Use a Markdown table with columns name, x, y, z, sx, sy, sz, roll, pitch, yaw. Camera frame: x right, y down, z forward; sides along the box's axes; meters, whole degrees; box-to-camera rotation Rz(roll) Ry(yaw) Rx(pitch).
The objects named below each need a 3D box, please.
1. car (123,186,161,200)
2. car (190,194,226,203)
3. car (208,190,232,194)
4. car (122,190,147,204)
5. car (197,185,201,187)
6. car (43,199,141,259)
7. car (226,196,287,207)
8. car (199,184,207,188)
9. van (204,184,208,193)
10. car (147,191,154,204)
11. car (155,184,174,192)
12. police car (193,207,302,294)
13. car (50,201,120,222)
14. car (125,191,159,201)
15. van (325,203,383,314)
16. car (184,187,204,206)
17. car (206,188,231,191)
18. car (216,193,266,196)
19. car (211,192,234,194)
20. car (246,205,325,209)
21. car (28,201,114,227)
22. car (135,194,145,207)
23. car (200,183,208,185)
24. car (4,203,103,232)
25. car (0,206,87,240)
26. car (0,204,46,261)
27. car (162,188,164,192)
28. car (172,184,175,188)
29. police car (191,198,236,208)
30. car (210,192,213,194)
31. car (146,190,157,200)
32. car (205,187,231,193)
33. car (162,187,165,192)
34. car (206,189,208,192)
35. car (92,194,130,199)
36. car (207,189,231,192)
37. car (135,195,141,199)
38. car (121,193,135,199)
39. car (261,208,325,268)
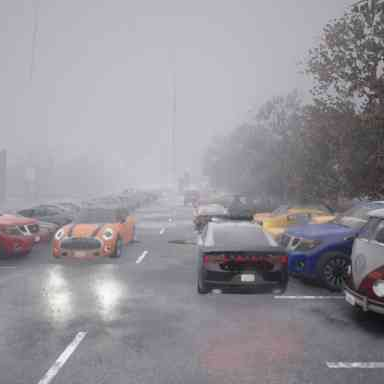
| name | x | y | z | sx | sy | sz | roll | pitch | yaw |
| --- | --- | --- | --- | --- | --- | --- | --- | --- | --- |
| car | -7.921 | 0.514 | 50.251 | 5.566 | 2.045 | 2.435 | 0 | 2 | 0 |
| car | 1.094 | 1.291 | 24.761 | 2.097 | 1.767 | 4.553 | 0 | 1 | 0 |
| car | 5.311 | 0.872 | 47.508 | 5.366 | 1.575 | 1.946 | 0 | 2 | 0 |
| car | -8.001 | 1.021 | 39.114 | 4.553 | 1.767 | 2.185 | 0 | 2 | 0 |
| car | 0.107 | 0.245 | 58.669 | 2.097 | 1.767 | 4.553 | 0 | 3 | 0 |
| car | -3.469 | 1.333 | 12.595 | 2.097 | 1.767 | 4.553 | 0 | 1 | 0 |
| car | 4.905 | 1.374 | 28.125 | 5.366 | 1.575 | 1.946 | 0 | 1 | 0 |
| car | 4.908 | -0.525 | 88.542 | 5.008 | 1.535 | 2.097 | 0 | 3 | 0 |
| van | 5.024 | 0.011 | 61.441 | 4.442 | 1.987 | 1.878 | -1 | 3 | 0 |
| car | -7.989 | 1.008 | 44.698 | 4.792 | 1.488 | 2.163 | 0 | 2 | 0 |
| car | -8.193 | -0.646 | 91.199 | 4.792 | 1.488 | 2.163 | 0 | 3 | 0 |
| police car | 1.066 | 1.427 | 8.908 | 1.930 | 1.638 | 5.238 | 0 | 0 | 0 |
| car | -7.992 | 1.457 | 25.190 | 4.674 | 1.452 | 2.002 | 0 | 0 | 0 |
| car | -7.950 | 0.644 | 53.053 | 5.008 | 1.535 | 2.097 | 0 | 2 | 0 |
| van | 4.934 | 1.255 | 5.701 | 4.442 | 1.987 | 1.878 | 0 | 0 | 0 |
| car | 0.094 | 0.706 | 44.985 | 2.150 | 2.045 | 5.566 | 0 | 2 | 1 |
| car | 5.143 | 0.545 | 56.001 | 4.674 | 1.452 | 2.002 | 0 | 3 | 0 |
| car | 5.099 | 1.218 | 36.358 | 4.892 | 1.521 | 2.231 | 0 | 2 | 0 |
| car | 5.105 | 1.142 | 39.275 | 5.008 | 1.535 | 2.097 | 0 | 2 | 0 |
| car | 5.060 | 1.482 | 14.180 | 5.008 | 1.535 | 2.097 | 0 | 0 | 0 |
| car | -8.006 | 1.445 | 22.400 | 5.008 | 1.535 | 2.097 | 0 | 1 | 0 |
| car | -8.004 | 1.247 | 36.331 | 4.792 | 1.488 | 2.163 | 0 | 1 | 0 |
| car | 4.947 | -0.808 | 91.302 | 4.553 | 1.767 | 2.185 | 0 | 3 | 0 |
| car | -8.010 | 1.465 | 19.611 | 5.008 | 1.535 | 2.097 | 0 | 0 | 0 |
| car | -8.039 | 1.507 | 16.824 | 4.792 | 1.488 | 2.163 | 0 | 0 | 0 |
| car | -7.991 | 1.230 | 11.255 | 5.566 | 2.045 | 2.435 | 0 | 0 | 0 |
| car | -7.905 | 0.406 | 58.613 | 4.792 | 1.488 | 2.163 | 0 | 3 | 0 |
| car | -8.156 | -0.834 | 93.969 | 5.008 | 1.535 | 2.097 | 0 | 3 | 0 |
| police car | 1.084 | 1.414 | 18.905 | 1.930 | 1.638 | 5.238 | 0 | 0 | 0 |
| car | 5.110 | 1.061 | 42.064 | 5.008 | 1.535 | 2.097 | 0 | 2 | 0 |
| car | -7.961 | 0.878 | 47.474 | 4.892 | 1.521 | 2.231 | 0 | 2 | 0 |
| car | 5.148 | 0.407 | 58.783 | 4.674 | 1.452 | 2.002 | 0 | 3 | 0 |
| car | -7.959 | 0.268 | 61.394 | 4.792 | 1.488 | 2.163 | 0 | 3 | 0 |
| car | 5.164 | 0.671 | 53.092 | 4.792 | 1.488 | 2.163 | 0 | 3 | 0 |
| car | -7.958 | 1.255 | 27.975 | 4.553 | 1.767 | 2.185 | 0 | 1 | 0 |
| car | 5.316 | 0.760 | 50.301 | 5.366 | 1.575 | 1.946 | 0 | 2 | 0 |
| car | -7.950 | 1.310 | 33.544 | 4.792 | 1.488 | 2.163 | 0 | 1 | 0 |
| car | -7.953 | 1.210 | 30.754 | 4.553 | 1.767 | 2.185 | 0 | 1 | 0 |
| car | 5.246 | 1.479 | 11.271 | 5.366 | 1.575 | 1.946 | 0 | 0 | 0 |
